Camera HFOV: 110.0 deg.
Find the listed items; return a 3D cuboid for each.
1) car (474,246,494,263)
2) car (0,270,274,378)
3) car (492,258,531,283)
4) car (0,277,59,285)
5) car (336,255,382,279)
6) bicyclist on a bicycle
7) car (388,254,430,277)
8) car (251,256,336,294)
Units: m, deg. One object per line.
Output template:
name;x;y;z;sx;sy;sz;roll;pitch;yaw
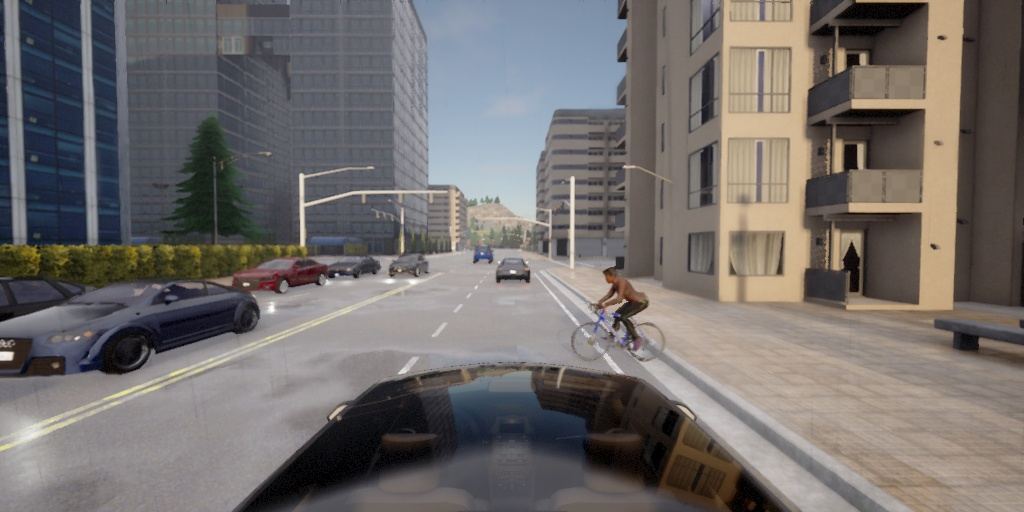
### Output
car;-3.475;-0.194;44.353;2.150;2.045;5.566;0;1;0
car;-7.107;1.160;6.992;1.994;1.385;4.181;0;2;0
car;0.064;0.780;21.385;1.994;1.385;4.181;0;1;0
car;-10.607;1.140;6.933;2.033;1.411;5.357;0;2;0
car;-10.539;0.671;24.221;2.033;1.411;5.357;0;2;0
bicyclist on a bicycle;1.859;1.033;6.244;1.656;1.620;0.582;0;2;0
car;-7.045;0.622;24.898;1.837;1.490;4.892;0;1;0
car;-10.599;0.802;16.824;1.882;1.535;5.008;0;2;0
